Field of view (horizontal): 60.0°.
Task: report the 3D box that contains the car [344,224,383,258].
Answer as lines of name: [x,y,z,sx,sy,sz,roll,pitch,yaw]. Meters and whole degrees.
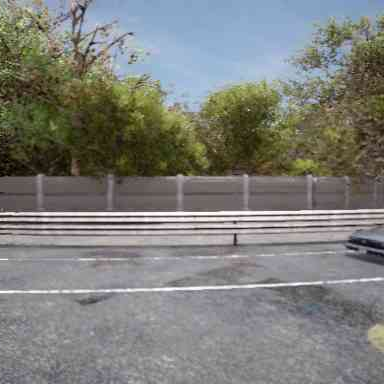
car: [7.966,1.495,11.426,5.357,1.411,2.033,0,0,-18]
